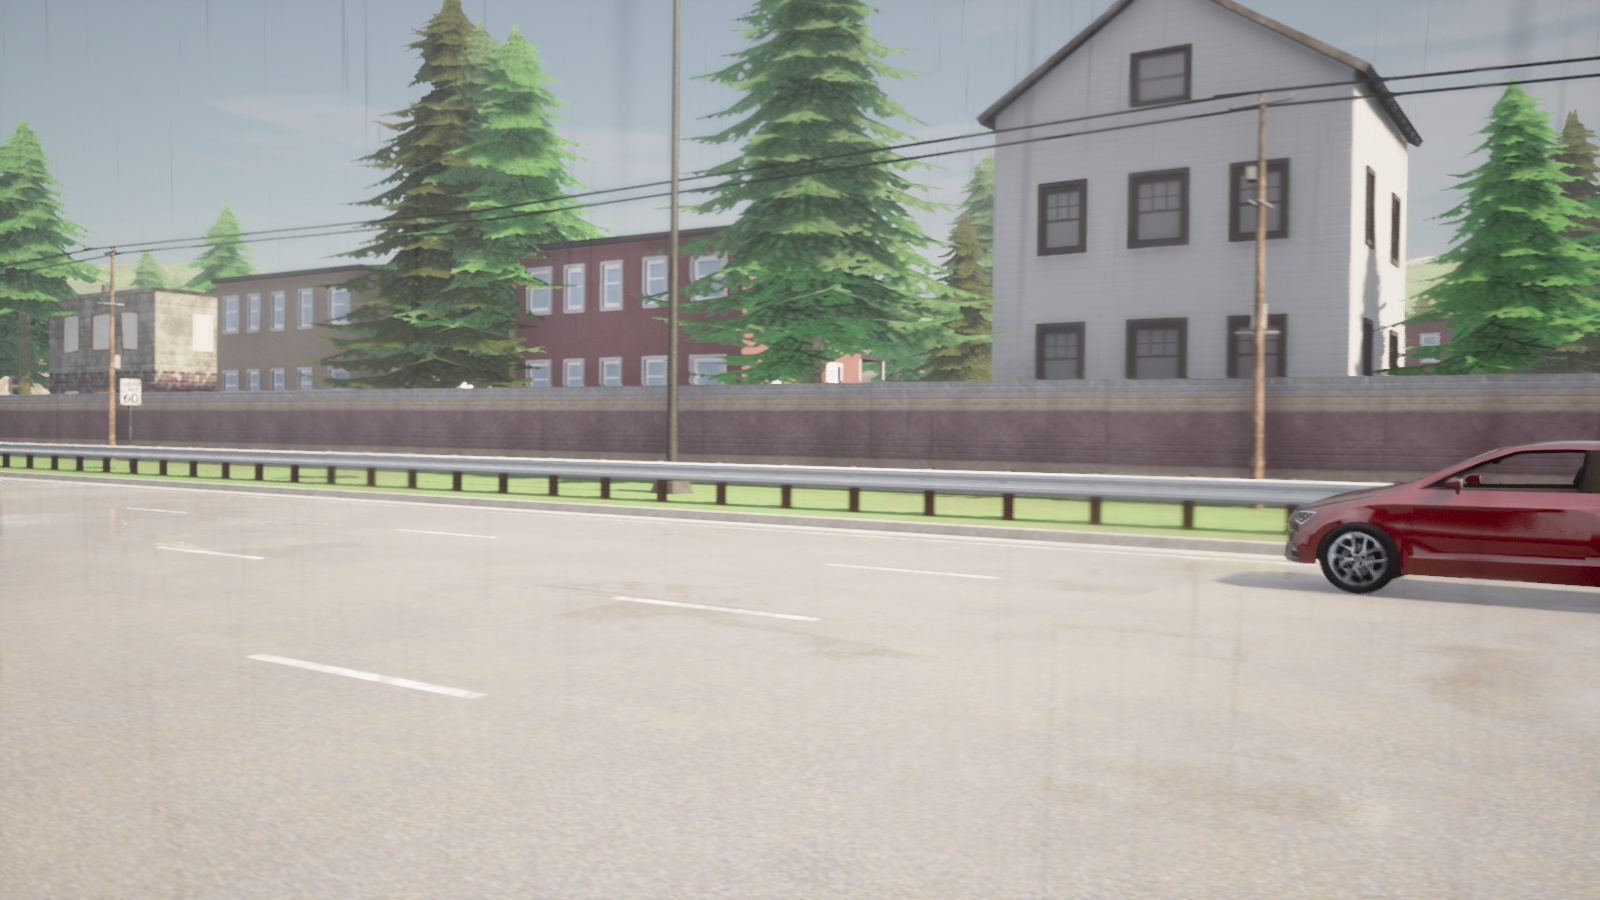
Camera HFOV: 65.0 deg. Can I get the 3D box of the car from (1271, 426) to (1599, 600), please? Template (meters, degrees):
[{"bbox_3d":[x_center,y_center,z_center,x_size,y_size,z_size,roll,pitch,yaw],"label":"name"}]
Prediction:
[{"bbox_3d":[6.793,0.522,11.716,4.193,1.474,1.816,0,1,34],"label":"car"}]
